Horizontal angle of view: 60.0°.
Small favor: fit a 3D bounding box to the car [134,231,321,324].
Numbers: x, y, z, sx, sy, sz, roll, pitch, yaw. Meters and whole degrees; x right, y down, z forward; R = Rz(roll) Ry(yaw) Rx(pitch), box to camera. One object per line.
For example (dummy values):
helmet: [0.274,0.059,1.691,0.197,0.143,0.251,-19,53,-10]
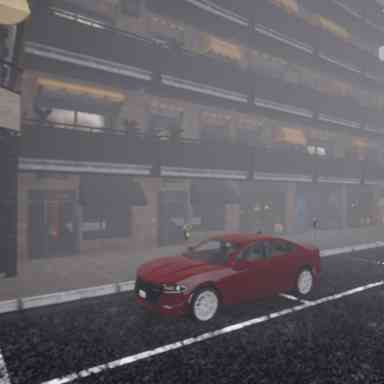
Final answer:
car: [0.952,1.590,7.234,4.507,1.381,1.887,1,0,-35]
